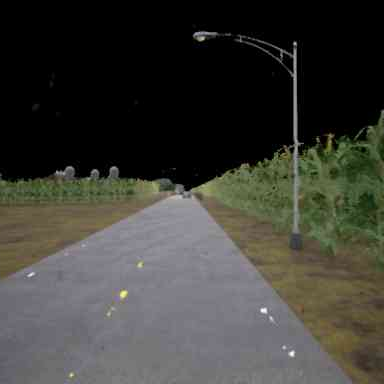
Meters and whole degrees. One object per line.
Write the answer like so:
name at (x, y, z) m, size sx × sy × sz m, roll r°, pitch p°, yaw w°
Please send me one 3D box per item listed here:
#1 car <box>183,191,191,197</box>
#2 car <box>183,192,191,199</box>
car at (-1.229, 0.565, 81.344) m, size 1.994 × 1.385 × 4.181 m, roll 0°, pitch 0°, yaw -1°
car at (-1.070, 0.722, 70.920) m, size 2.128 × 1.511 × 4.902 m, roll 0°, pitch 0°, yaw -1°
